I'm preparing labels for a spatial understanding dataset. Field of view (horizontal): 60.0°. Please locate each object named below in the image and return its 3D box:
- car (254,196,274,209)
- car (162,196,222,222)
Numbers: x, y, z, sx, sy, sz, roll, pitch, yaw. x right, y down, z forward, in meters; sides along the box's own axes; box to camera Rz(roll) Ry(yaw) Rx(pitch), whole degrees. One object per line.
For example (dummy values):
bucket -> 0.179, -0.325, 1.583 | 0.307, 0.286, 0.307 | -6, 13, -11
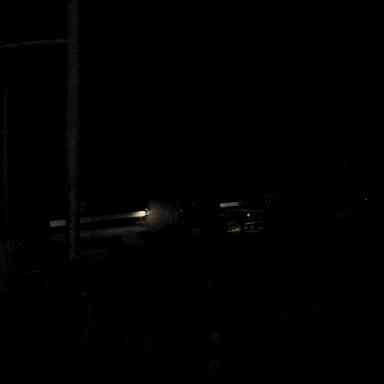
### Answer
car -> 7.746, 0.763, 31.525 | 1.882, 1.535, 5.008 | 0, 0, 43
car -> 0.074, 1.087, 22.957 | 2.128, 1.511, 4.902 | 0, 3, 41
